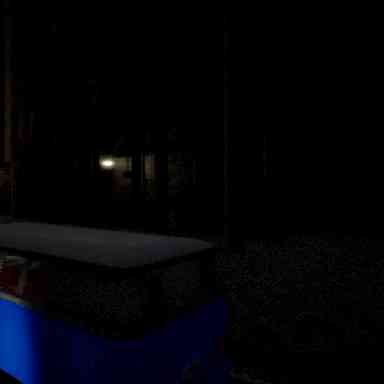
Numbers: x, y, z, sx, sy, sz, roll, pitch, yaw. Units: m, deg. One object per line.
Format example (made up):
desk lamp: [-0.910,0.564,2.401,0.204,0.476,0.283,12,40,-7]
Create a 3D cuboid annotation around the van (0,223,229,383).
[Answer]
van: [-1.518,1.340,4.049,3.998,1.788,1.690,0,0,35]
